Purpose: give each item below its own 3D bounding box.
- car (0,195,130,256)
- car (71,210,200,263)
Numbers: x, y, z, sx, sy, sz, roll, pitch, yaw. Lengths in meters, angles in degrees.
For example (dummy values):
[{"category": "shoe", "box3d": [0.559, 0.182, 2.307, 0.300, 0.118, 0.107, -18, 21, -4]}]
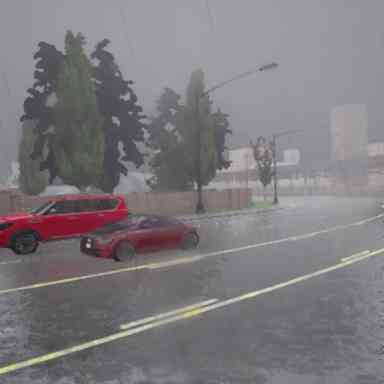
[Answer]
[{"category": "car", "box3d": [-5.091, 1.175, 13.478, 5.566, 2.045, 2.150, -1, 1, -39]}, {"category": "car", "box3d": [-1.724, 1.481, 11.767, 4.181, 1.385, 1.994, -1, 1, -39]}]
